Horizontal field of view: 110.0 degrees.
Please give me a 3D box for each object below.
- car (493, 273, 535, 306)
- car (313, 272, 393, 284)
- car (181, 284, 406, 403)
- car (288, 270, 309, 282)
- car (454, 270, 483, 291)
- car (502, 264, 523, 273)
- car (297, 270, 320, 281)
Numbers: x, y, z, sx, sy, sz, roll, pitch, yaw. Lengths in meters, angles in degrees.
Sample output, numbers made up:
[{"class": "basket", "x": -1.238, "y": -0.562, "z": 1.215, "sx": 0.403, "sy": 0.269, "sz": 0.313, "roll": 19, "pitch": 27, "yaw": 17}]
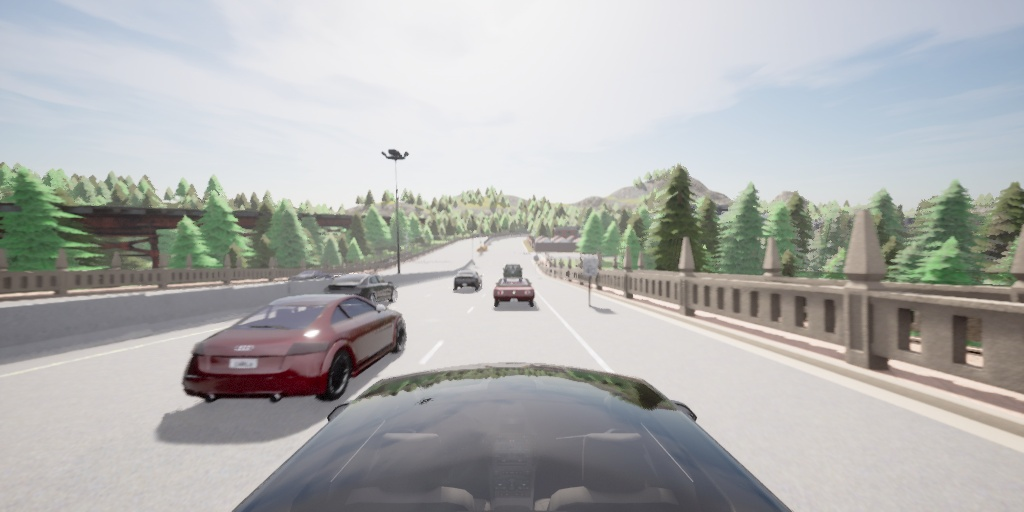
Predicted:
[{"class": "car", "x": 0.093, "y": 1.720, "z": 18.128, "sx": 1.895, "sy": 1.301, "sz": 4.718, "roll": 0, "pitch": -1, "yaw": 0}, {"class": "car", "x": -6.906, "y": 1.587, "z": 16.750, "sx": 1.837, "sy": 1.490, "sz": 4.892, "roll": 0, "pitch": -2, "yaw": 0}, {"class": "car", "x": -3.402, "y": 1.380, "z": 6.549, "sx": 1.994, "sy": 1.385, "sz": 4.181, "roll": 0, "pitch": -1, "yaw": 0}, {"class": "car", "x": -21.013, "y": 2.195, "z": 37.633, "sx": 2.033, "sy": 1.411, "sz": 5.357, "roll": 0, "pitch": -1, "yaw": 0}, {"class": "car", "x": -3.411, "y": 1.882, "z": 28.241, "sx": 1.837, "sy": 1.490, "sz": 4.892, "roll": 0, "pitch": -2, "yaw": 0}, {"class": "car", "x": 0.084, "y": 1.936, "z": 41.467, "sx": 2.150, "sy": 2.045, "sz": 5.566, "roll": 0, "pitch": -2, "yaw": 0}, {"class": "car", "x": -14.018, "y": 1.964, "z": 27.687, "sx": 1.895, "sy": 1.301, "sz": 4.718, "roll": 0, "pitch": -1, "yaw": 0}]
